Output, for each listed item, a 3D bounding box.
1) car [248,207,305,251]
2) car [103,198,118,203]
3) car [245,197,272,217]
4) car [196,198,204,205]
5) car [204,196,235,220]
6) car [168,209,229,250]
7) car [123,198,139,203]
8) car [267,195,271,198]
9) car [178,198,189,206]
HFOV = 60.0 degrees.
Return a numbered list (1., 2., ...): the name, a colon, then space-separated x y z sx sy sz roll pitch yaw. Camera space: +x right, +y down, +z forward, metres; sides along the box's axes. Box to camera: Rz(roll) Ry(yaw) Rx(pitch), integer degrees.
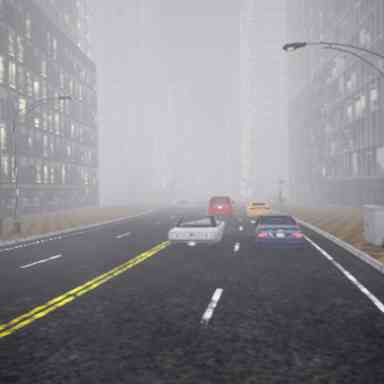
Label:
1. car: 3.567 1.576 14.209 2.033 1.411 5.357 -1 0 10
2. car: -22.255 2.343 90.732 4.206 1.307 1.802 -1 0 4
3. car: 5.884 1.553 29.856 1.882 1.535 5.008 -1 0 7
4. car: 1.913 1.911 70.733 2.033 1.411 5.357 -1 0 3
5. car: 2.604 1.351 29.790 2.150 2.045 5.566 -1 0 7
6. car: 0.393 1.688 14.913 1.895 1.301 4.718 -1 0 10
7. car: -16.586 2.267 90.309 4.313 1.339 1.947 -1 0 4
8. car: 22.258 1.598 87.796 5.009 1.841 2.192 -1 0 4
9. car: -1.621 1.974 65.592 1.994 1.385 4.181 -1 0 3
